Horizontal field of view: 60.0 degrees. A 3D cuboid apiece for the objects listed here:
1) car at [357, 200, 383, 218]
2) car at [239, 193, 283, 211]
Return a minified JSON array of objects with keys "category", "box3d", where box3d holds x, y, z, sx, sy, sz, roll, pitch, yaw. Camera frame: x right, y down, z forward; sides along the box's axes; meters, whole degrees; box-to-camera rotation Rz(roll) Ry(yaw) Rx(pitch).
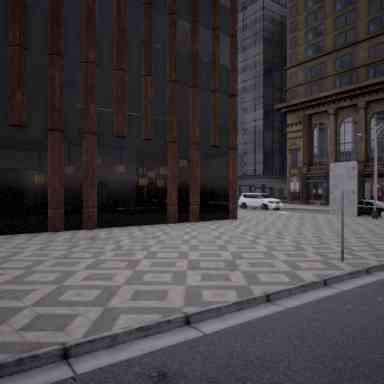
[{"category":"car","box3d":[15.427,1.454,28.688,1.837,1.490,4.892,0,0,-37]},{"category":"car","box3d":[7.976,1.135,39.166,2.150,2.045,5.566,0,0,-35]}]
